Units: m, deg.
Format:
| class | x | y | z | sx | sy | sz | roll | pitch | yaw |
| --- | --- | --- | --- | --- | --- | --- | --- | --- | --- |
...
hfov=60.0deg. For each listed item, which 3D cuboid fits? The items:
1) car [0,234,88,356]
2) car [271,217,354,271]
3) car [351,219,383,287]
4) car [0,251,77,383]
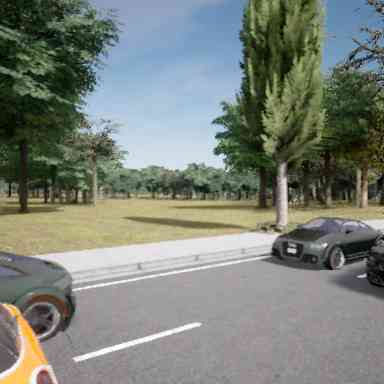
| class | x | y | z | sx | sy | sz | roll | pitch | yaw |
| --- | --- | --- | --- | --- | --- | --- | --- | --- | --- |
| car | -3.931 | 1.568 | 4.871 | 4.181 | 1.385 | 1.994 | 0 | 0 | -35 |
| car | 4.546 | 1.533 | 10.915 | 4.181 | 1.385 | 1.994 | 0 | 0 | -36 |
| car | 6.195 | 1.447 | 8.100 | 5.008 | 1.535 | 1.882 | 0 | 0 | -35 |
| car | -3.025 | 1.359 | 1.526 | 4.553 | 1.767 | 2.097 | 0 | 0 | -36 |
